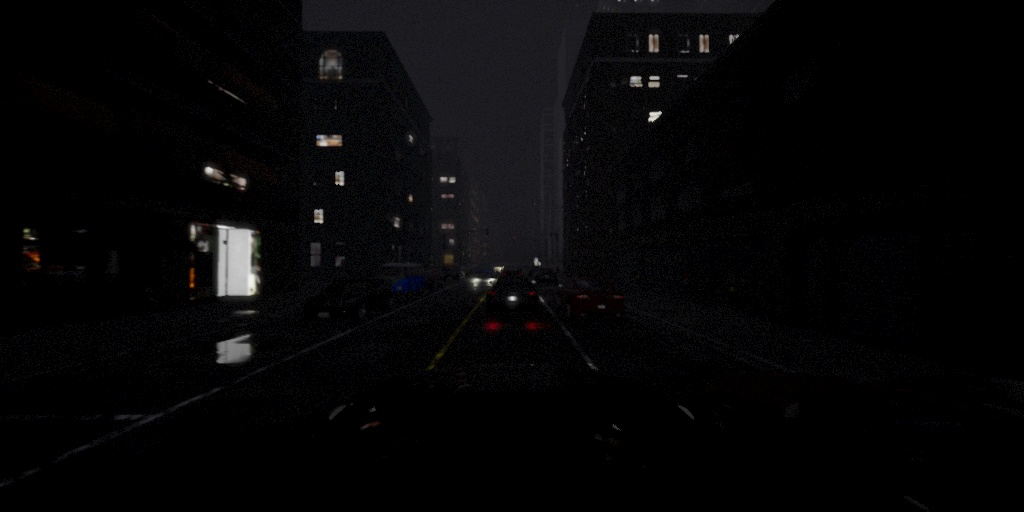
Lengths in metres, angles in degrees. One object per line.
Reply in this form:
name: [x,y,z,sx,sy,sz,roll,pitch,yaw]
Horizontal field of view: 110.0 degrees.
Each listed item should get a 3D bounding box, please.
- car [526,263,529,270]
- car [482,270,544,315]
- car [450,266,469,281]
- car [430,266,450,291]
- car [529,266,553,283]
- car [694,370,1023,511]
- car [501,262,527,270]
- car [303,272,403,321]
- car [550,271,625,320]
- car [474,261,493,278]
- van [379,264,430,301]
car: [2.680,1.740,40.621,1.948,1.339,4.313,0,0,0]
car: [0.041,1.451,14.321,1.994,1.385,4.181,0,0,1]
car: [-5.700,1.679,35.107,1.948,1.339,4.313,0,0,0]
car: [-5.696,1.537,24.061,1.888,1.381,4.507,0,0,0]
car: [2.683,1.618,29.574,1.948,1.339,4.313,0,0,0]
car: [2.692,1.335,1.959,1.802,1.307,4.207,0,0,0]
car: [0.046,1.539,30.416,1.882,1.535,5.008,0,0,0]
car: [-5.693,1.438,13.014,1.948,1.339,4.313,0,0,0]
car: [2.688,1.417,13.005,1.888,1.381,4.507,0,0,0]
car: [-3.067,1.643,39.864,1.882,1.535,5.008,0,-1,0]
van: [-5.695,1.272,18.538,1.690,1.789,3.998,0,0,0]
